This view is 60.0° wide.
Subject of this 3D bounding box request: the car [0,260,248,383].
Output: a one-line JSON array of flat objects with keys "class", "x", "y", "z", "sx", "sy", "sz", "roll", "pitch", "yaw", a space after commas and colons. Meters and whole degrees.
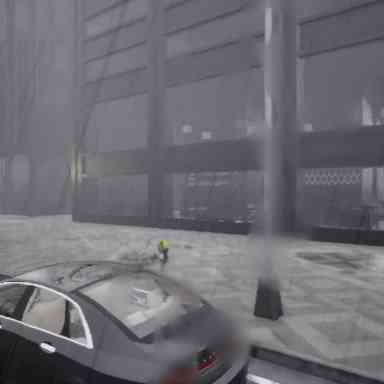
[{"class": "car", "x": -1.504, "y": 1.535, "z": 4.006, "sx": 4.403, "sy": 1.369, "sz": 2.008, "roll": 0, "pitch": 0, "yaw": 35}]
